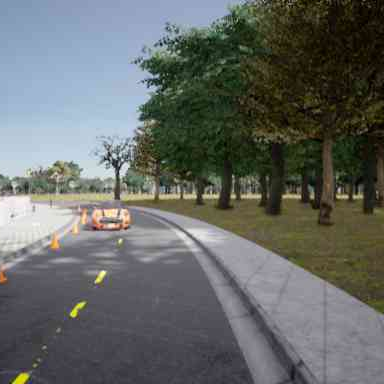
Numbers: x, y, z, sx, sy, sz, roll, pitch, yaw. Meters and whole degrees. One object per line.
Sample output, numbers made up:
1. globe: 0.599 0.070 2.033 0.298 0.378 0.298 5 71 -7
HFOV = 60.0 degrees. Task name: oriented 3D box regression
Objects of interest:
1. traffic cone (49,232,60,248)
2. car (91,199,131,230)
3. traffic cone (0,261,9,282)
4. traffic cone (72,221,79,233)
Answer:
1. traffic cone: -5.416 1.889 13.104 0.340 0.580 0.340 0 0 -9
2. car: -4.873 1.251 20.108 2.097 1.767 4.553 0 0 -14
3. traffic cone: -4.815 1.912 8.277 0.340 0.580 0.340 0 0 -6
4. traffic cone: -6.281 1.866 17.890 0.340 0.580 0.340 0 0 -12
